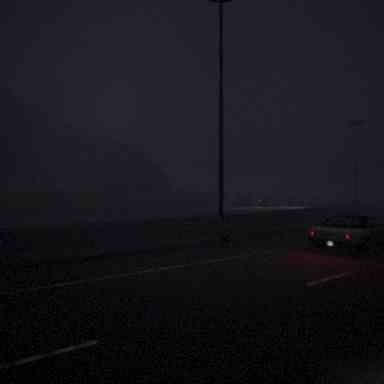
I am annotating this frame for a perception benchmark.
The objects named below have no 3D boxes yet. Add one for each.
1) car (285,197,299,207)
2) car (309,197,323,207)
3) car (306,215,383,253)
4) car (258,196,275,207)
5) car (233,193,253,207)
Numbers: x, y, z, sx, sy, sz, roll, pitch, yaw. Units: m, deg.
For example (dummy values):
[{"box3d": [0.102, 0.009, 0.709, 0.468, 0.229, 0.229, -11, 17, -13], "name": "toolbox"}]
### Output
[{"box3d": [15.658, 1.500, 52.032, 1.837, 1.490, 4.892, 0, 0, 19], "name": "car"}, {"box3d": [18.797, 1.485, 50.461, 2.128, 1.511, 4.902, 0, 0, 19], "name": "car"}, {"box3d": [6.715, 1.598, 13.632, 4.718, 1.301, 1.895, 0, 0, -42], "name": "car"}, {"box3d": [11.335, 1.345, 50.416, 2.097, 1.767, 4.553, 0, 0, 20], "name": "car"}, {"box3d": [8.001, 1.219, 51.338, 2.150, 2.045, 5.566, 0, 0, 21], "name": "car"}]
